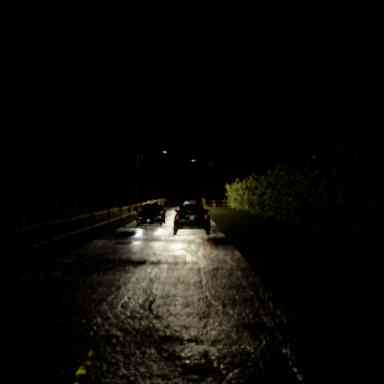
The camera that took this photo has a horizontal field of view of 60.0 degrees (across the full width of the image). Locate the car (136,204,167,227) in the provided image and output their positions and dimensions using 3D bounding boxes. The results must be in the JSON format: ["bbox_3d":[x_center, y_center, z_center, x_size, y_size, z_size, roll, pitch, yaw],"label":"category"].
[{"bbox_3d":[-2.890,1.647,24.261,1.837,1.490,4.892,0,0,0],"label":"car"}]

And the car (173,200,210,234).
[{"bbox_3d":[-0.021,1.466,20.359,2.097,1.767,4.553,0,0,0],"label":"car"}]

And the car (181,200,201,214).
[{"bbox_3d":[-0.129,1.713,39.250,2.128,1.511,4.902,0,0,0],"label":"car"}]
